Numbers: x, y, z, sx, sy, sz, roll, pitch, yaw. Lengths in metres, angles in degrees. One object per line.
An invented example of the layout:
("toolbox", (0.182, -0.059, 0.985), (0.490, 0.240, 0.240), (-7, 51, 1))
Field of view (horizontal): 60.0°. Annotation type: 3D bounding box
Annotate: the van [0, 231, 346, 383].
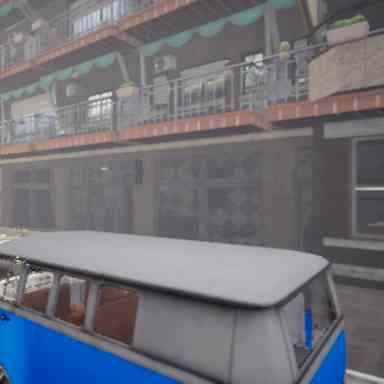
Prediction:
("van", (-0.614, 1.364, 3.298), (3.998, 1.788, 1.690), (-1, 0, 36))
